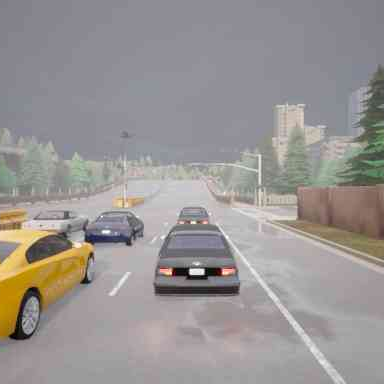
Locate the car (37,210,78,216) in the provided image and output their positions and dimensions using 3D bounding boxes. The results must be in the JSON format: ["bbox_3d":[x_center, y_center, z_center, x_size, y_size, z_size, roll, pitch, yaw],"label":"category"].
[{"bbox_3d":[-6.924,1.601,17.537,1.895,1.301,4.718,0,0,0],"label":"car"}]

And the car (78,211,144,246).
[{"bbox_3d":[-3.426,1.564,15.310,1.994,1.385,4.181,0,0,0],"label":"car"}]

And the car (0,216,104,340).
[{"bbox_3d":[-3.409,1.478,6.553,1.882,1.535,5.008,0,0,0],"label":"car"}]

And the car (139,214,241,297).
[{"bbox_3d":[0.088,1.547,8.764,2.033,1.411,5.357,0,0,0],"label":"car"}]

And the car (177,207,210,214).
[{"bbox_3d":[0.098,1.547,18.831,2.033,1.411,5.357,0,0,1],"label":"car"}]
